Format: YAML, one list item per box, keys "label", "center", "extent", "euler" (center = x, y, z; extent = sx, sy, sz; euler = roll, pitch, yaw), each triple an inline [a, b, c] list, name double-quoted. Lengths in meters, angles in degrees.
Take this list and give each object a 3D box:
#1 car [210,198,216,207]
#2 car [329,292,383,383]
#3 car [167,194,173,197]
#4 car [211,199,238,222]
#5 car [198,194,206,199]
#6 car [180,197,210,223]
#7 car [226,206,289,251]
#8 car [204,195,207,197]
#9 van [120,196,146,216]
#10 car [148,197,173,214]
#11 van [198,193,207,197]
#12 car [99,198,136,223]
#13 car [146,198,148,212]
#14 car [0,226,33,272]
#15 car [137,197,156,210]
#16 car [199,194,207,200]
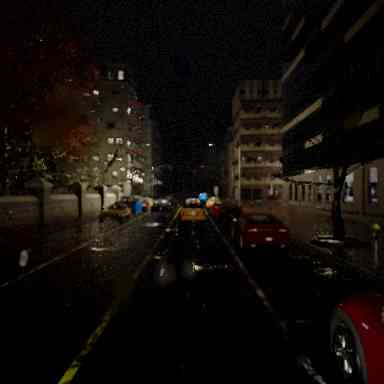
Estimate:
- label: "car"
  center: [2.707, 1.456, 30.732]
  extent: [1.887, 1.381, 4.507]
  euler: [1, 0, 0]
- label: "car"
  center: [2.701, 1.434, 2.645]
  extent: [1.967, 1.590, 4.097]
  euler: [1, 0, 0]
- label: "car"
  center: [-5.661, 1.280, 85.689]
  extent: [1.802, 1.307, 4.206]
  euler: [1, 0, 0]
- label: "car"
  center: [2.705, 1.474, 25.116]
  extent: [1.887, 1.381, 4.507]
  euler: [1, 0, 0]
- label: "car"
  center: [2.721, 1.239, 91.301]
  extent: [1.947, 1.339, 4.313]
  euler: [1, 0, 0]
- label: "car"
  center: [0.106, 1.386, 24.416]
  extent: [1.801, 1.575, 5.366]
  euler: [0, 0, 0]
- label: "car"
  center: [2.702, 1.508, 13.880]
  extent: [1.887, 1.381, 4.507]
  euler: [1, 0, 0]
- label: "car"
  center: [2.710, 1.399, 42.136]
  extent: [1.752, 1.417, 4.829]
  euler: [1, 0, 0]
- label: "van"
  center: [-5.671, 1.252, 30.757]
  extent: [1.690, 1.788, 3.998]
  euler: [1, 0, 0]
- label: "car"
  center: [-3.042, 1.464, 34.285]
  extent: [1.994, 1.385, 4.181]
  euler: [0, 0, 1]
- label: "van"
  center: [2.722, 1.065, 79.957]
  extent: [1.690, 1.788, 3.998]
  euler: [1, 0, 0]
- label: "car"
  center: [-5.675, 1.455, 24.974]
  extent: [1.752, 1.417, 4.829]
  euler: [1, 0, 0]
- label: "car"
  center: [-5.671, 1.333, 36.370]
  extent: [1.967, 1.590, 4.097]
  euler: [1, 0, 0]
- label: "car"
  center: [-5.679, 1.524, 8.302]
  extent: [1.887, 1.381, 4.507]
  euler: [1, 0, 0]
- label: "car"
  center: [-5.671, 1.400, 41.815]
  extent: [1.752, 1.417, 4.829]
  euler: [1, 0, 0]
- label: "car"
  center: [2.720, 1.243, 85.630]
  extent: [1.887, 1.381, 4.507]
  euler: [1, 0, 0]
